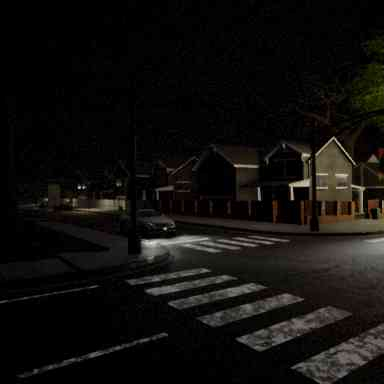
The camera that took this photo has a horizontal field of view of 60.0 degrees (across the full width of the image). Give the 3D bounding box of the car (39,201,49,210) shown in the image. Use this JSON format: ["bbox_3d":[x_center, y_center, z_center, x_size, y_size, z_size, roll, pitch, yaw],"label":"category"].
[{"bbox_3d":[-24.231,2.186,55.542,1.994,1.385,4.181,-1,0,-35],"label":"car"}]

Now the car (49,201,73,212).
[{"bbox_3d":[-18.255,1.985,47.013,2.128,1.511,4.902,-1,0,-34],"label":"car"}]

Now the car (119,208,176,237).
[{"bbox_3d":[-2.792,1.718,19.750,1.812,1.442,4.674,-1,0,-35],"label":"car"}]
